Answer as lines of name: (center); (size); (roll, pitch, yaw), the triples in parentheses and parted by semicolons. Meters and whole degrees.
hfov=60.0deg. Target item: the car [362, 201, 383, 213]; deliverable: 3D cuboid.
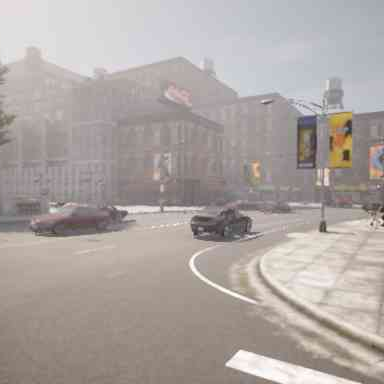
car: (24.453, 1.913, 43.379); (4.902, 1.511, 2.128); (1, 0, -21)

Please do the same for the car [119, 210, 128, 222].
car: (-6.997, 1.595, 24.455); (1.895, 1.301, 4.718); (1, 0, 32)

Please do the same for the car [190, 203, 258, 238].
car: (1.702, 1.583, 18.307); (1.837, 1.490, 4.892); (0, 0, 32)

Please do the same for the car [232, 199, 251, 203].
car: (6.552, 1.735, 45.053); (4.674, 1.452, 2.002); (1, 0, -39)

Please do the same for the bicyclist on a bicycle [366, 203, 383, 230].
bicyclist on a bicycle: (11.388, 1.498, 20.032); (1.656, 1.620, 0.582); (0, 0, 34)

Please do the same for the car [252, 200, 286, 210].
car: (11.189, 1.875, 48.419); (4.718, 1.301, 1.895); (1, 0, -29)

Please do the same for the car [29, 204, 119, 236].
car: (-6.594, 1.507, 18.543); (1.812, 1.442, 4.674); (1, 0, 32)

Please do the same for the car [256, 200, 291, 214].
car: (9.764, 1.799, 39.090); (4.181, 1.385, 1.994); (1, 0, -38)
